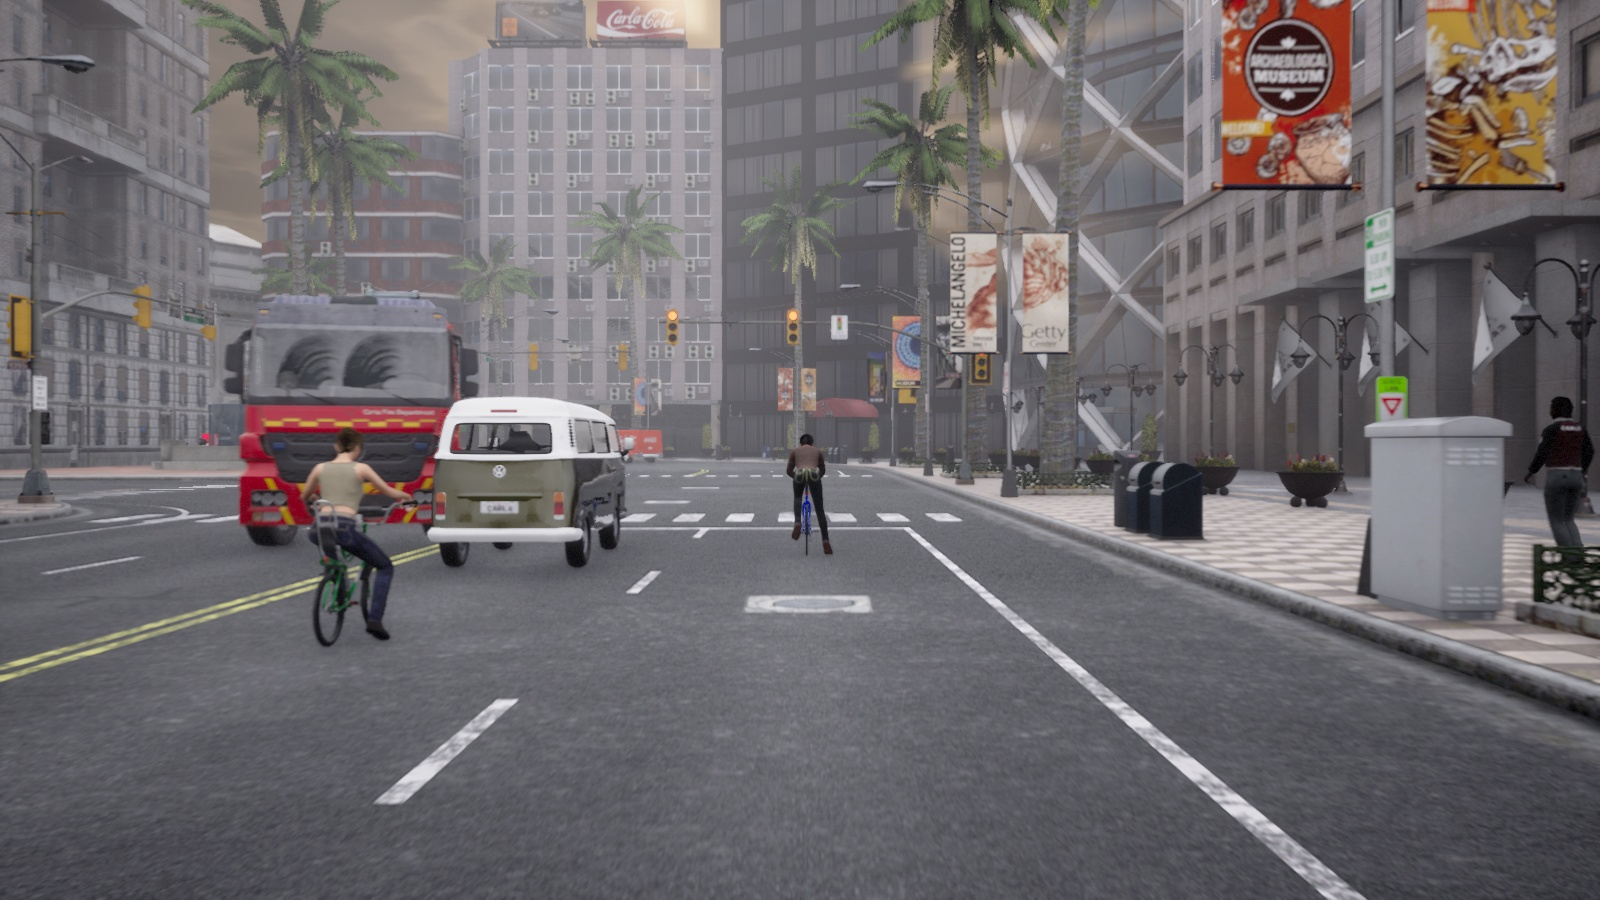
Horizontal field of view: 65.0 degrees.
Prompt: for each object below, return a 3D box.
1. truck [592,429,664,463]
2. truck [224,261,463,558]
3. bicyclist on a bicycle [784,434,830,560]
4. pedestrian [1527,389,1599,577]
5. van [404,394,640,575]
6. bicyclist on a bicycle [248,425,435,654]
[{"bbox_3d":[-12.894,-0.281,94.074,5.204,2.467,2.627,0,0,44],"label":"truck"},{"bbox_3d":[-7.092,-0.540,20.663,2.891,3.827,8.468,0,0,-14],"label":"truck"},{"bbox_3d":[0.092,0.604,16.987,0.582,1.620,1.656,0,0,0],"label":"bicyclist on a bicycle"},{"bbox_3d":[8.092,0.335,13.261,0.402,1.930,0.666,0,0,-6],"label":"pedestrian"},{"bbox_3d":[-3.405,0.375,16.323,2.069,2.038,4.480,0,0,0],"label":"van"},{"bbox_3d":[-3.445,0.626,9.591,0.866,1.612,1.509,0,0,1],"label":"bicyclist on a bicycle"}]
